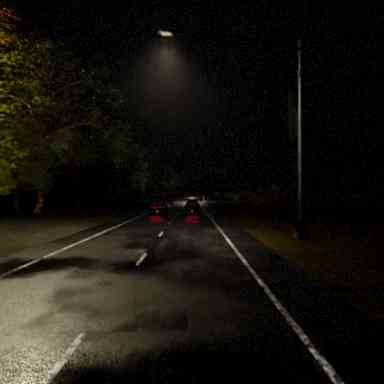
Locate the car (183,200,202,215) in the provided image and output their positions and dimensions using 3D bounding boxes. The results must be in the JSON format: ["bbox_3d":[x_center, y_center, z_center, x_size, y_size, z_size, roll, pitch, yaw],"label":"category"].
[{"bbox_3d":[0.014,1.735,36.415,1.837,1.490,4.892,0,0,0],"label":"car"}]

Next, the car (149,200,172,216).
[{"bbox_3d":[-3.485,1.733,36.033,1.837,1.490,4.892,0,0,0],"label":"car"}]

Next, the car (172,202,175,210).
[{"bbox_3d":[-3.478,1.841,46.926,2.033,1.411,5.357,0,0,0],"label":"car"}]

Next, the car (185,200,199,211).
[{"bbox_3d":[0.027,1.860,47.430,1.994,1.385,4.181,0,0,0],"label":"car"}]
